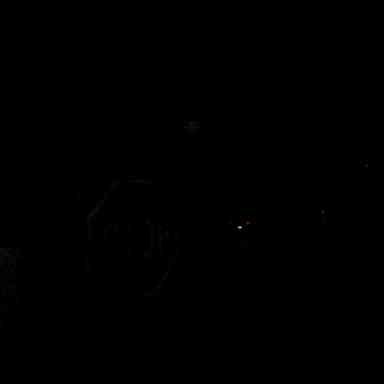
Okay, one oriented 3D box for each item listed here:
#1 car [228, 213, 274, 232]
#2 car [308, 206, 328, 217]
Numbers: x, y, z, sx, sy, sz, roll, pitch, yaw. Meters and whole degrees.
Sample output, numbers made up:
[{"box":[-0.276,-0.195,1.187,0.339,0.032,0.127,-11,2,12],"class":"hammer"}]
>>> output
[{"box":[4.605,2.179,24.609,1.895,1.301,4.718,1,-1,36],"class":"car"},{"box":[18.052,2.679,47.461,2.128,1.511,4.902,1,-1,36],"class":"car"}]
